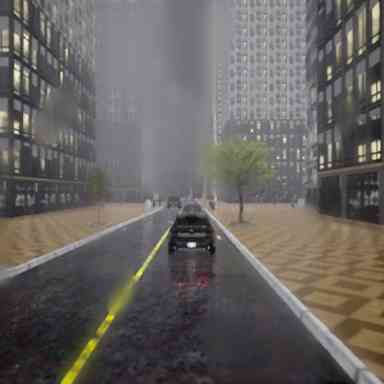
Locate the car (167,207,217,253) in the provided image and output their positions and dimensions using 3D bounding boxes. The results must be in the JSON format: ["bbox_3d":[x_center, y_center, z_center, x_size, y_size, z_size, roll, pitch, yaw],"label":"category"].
[{"bbox_3d":[-0.001,1.643,14.285,1.837,1.490,4.892,0,0,0],"label":"car"}]

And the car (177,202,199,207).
[{"bbox_3d":[-0.008,1.825,28.978,2.033,1.411,5.357,0,-1,0],"label":"car"}]

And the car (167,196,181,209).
[{"bbox_3d":[-3.018,1.771,56.707,2.150,2.045,5.566,0,-1,0],"label":"car"}]
